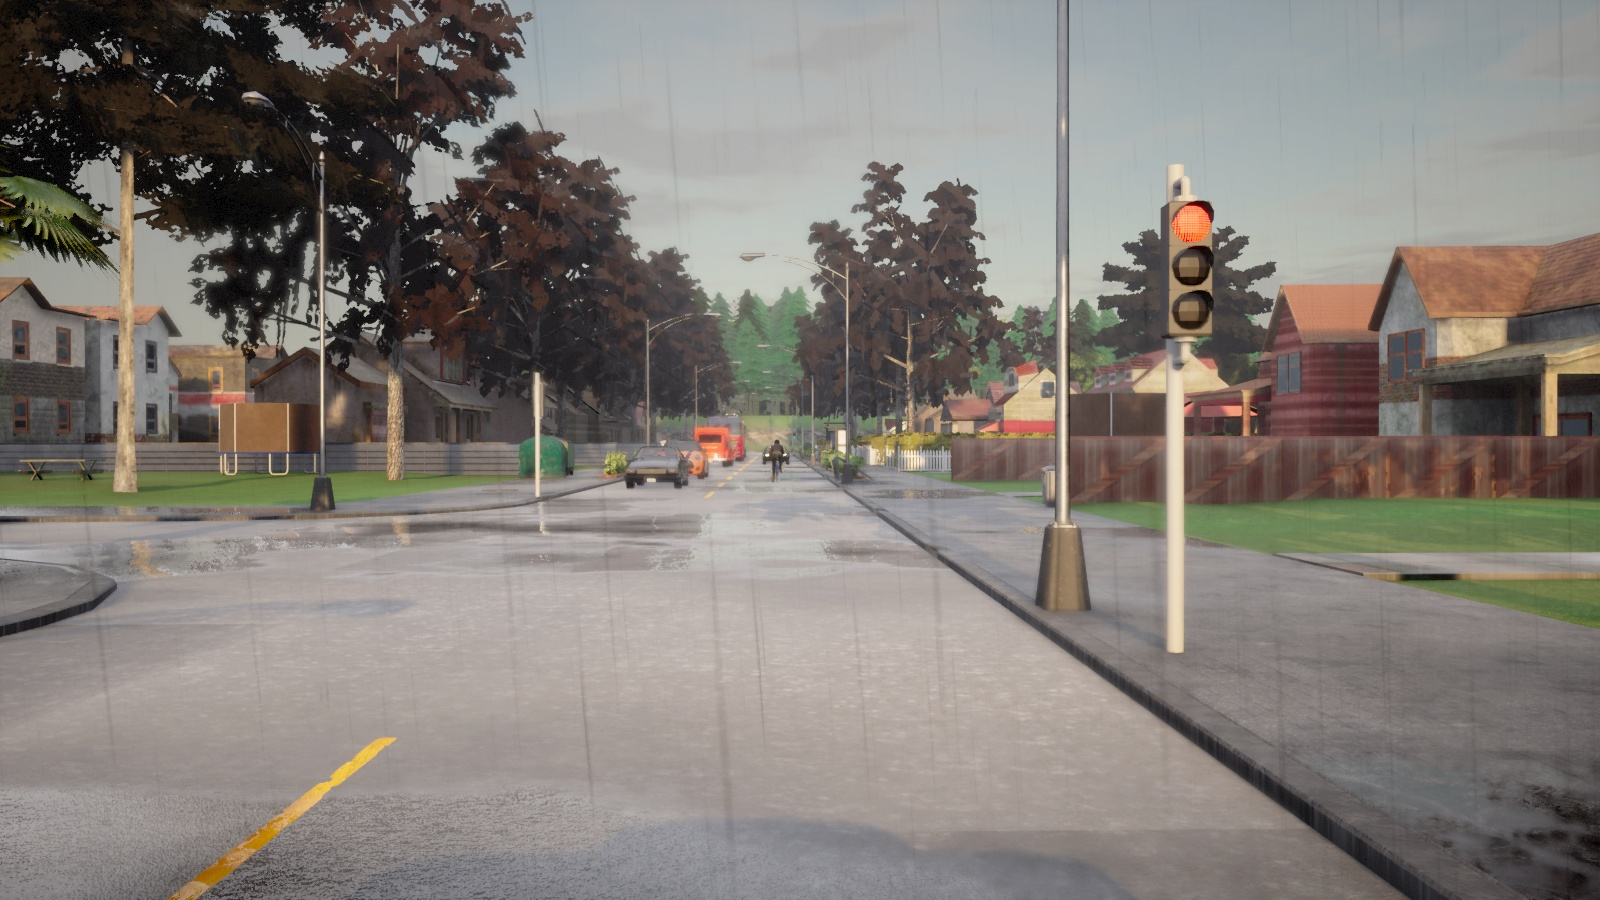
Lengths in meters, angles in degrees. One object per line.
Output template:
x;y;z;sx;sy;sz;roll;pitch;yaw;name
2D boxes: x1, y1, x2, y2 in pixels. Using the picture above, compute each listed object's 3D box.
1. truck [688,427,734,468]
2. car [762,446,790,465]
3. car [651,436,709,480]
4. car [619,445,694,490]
-5.490;-0.187;78.321;2.627;2.467;5.204;0;0;-1;truck
-1.677;0.350;87.868;1.895;1.301;4.718;0;0;-1;car
-4.985;0.303;52.843;2.097;1.767;4.553;0;0;-1;car
-4.789;0.549;42.690;2.033;1.411;5.357;0;0;-1;car
